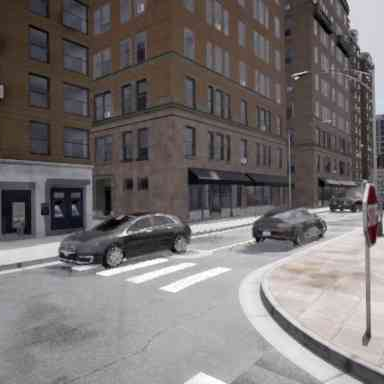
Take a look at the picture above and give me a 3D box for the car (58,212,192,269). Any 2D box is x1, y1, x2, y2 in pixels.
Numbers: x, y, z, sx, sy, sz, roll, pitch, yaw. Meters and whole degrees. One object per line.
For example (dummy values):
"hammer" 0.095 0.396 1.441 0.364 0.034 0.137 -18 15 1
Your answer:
"car" -2.002 1.468 11.187 1.837 1.490 4.892 -1 0 39

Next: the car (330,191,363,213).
"car" 15.453 0.975 33.070 2.150 2.045 5.566 -1 -1 39

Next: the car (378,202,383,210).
"car" 18.593 1.038 32.292 2.097 1.767 4.553 -1 -1 39

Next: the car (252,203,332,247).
"car" 4.230 1.375 14.267 1.812 1.442 4.674 -1 0 39
